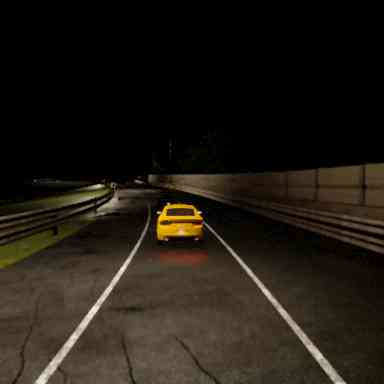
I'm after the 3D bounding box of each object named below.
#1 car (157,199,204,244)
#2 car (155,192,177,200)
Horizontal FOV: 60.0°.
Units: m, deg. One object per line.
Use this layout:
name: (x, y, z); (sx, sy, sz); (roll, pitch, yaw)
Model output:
car: (-0.567, 1.312, 15.054); (1.882, 1.535, 5.008); (0, 1, -4)
car: (-2.544, 0.732, 33.180); (1.837, 1.490, 4.892); (0, 3, -8)
